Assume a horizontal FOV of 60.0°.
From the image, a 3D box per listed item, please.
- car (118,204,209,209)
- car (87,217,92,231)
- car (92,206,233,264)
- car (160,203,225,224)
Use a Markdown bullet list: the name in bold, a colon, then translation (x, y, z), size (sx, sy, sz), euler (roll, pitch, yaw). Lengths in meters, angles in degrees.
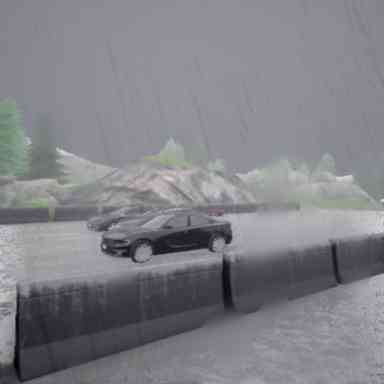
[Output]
- **car**: translation (-1.250, 1.474, 15.977), size (4.902, 1.511, 2.128), euler (0, 0, -35)
- **car**: translation (-3.378, 1.488, 18.760), size (4.892, 1.490, 1.837), euler (0, 0, -35)
- **car**: translation (-0.750, 1.465, 12.042), size (5.008, 1.535, 1.882), euler (0, 0, -35)
- **car**: translation (0.085, 1.574, 25.483), size (4.718, 1.301, 1.895), euler (0, 0, -35)
